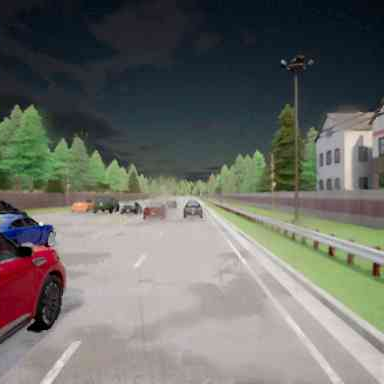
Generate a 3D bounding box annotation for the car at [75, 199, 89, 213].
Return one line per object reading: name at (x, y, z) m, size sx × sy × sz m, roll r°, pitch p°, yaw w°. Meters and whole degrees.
car at (-13.896, 1.717, 43.231) m, size 2.097 × 1.767 × 4.553 m, roll 0°, pitch 0°, yaw 0°

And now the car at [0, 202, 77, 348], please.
car at (-3.399, 1.255, 3.798) m, size 2.150 × 2.045 × 5.566 m, roll 0°, pitch 0°, yaw 0°

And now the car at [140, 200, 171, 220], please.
car at (-3.397, 1.745, 31.566) m, size 1.882 × 1.535 × 5.008 m, roll 0°, pitch 0°, yaw 0°

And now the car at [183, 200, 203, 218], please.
car at (0.105, 1.778, 33.843) m, size 2.128 × 1.511 × 4.902 m, roll 0°, pitch 0°, yaw 0°

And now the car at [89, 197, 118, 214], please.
car at (-10.395, 1.566, 40.773) m, size 2.150 × 2.045 × 5.566 m, roll 0°, pitch 0°, yaw 0°

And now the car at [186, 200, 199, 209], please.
car at (0.106, 2.002, 53.864) m, size 2.033 × 1.411 × 5.357 m, roll 0°, pitch -1°, yaw 0°

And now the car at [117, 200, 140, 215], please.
car at (-6.909, 1.849, 38.273) m, size 1.812 × 1.442 × 4.674 m, roll 0°, pitch 0°, yaw 0°

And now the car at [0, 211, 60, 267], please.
car at (-6.898, 1.584, 12.497) m, size 1.882 × 1.535 × 5.008 m, roll 0°, pitch 0°, yaw 0°

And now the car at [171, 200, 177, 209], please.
car at (-3.394, 2.002, 53.942) m, size 2.033 × 1.411 × 5.357 m, roll 0°, pitch -1°, yaw 0°

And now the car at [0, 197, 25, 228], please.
car at (-13.896, 1.413, 22.686) m, size 2.150 × 2.045 × 5.566 m, roll 0°, pitch 0°, yaw 0°

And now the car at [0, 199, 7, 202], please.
car at (-10.398, 1.364, 16.810) m, size 2.150 × 2.045 × 5.566 m, roll 0°, pitch 0°, yaw 0°
